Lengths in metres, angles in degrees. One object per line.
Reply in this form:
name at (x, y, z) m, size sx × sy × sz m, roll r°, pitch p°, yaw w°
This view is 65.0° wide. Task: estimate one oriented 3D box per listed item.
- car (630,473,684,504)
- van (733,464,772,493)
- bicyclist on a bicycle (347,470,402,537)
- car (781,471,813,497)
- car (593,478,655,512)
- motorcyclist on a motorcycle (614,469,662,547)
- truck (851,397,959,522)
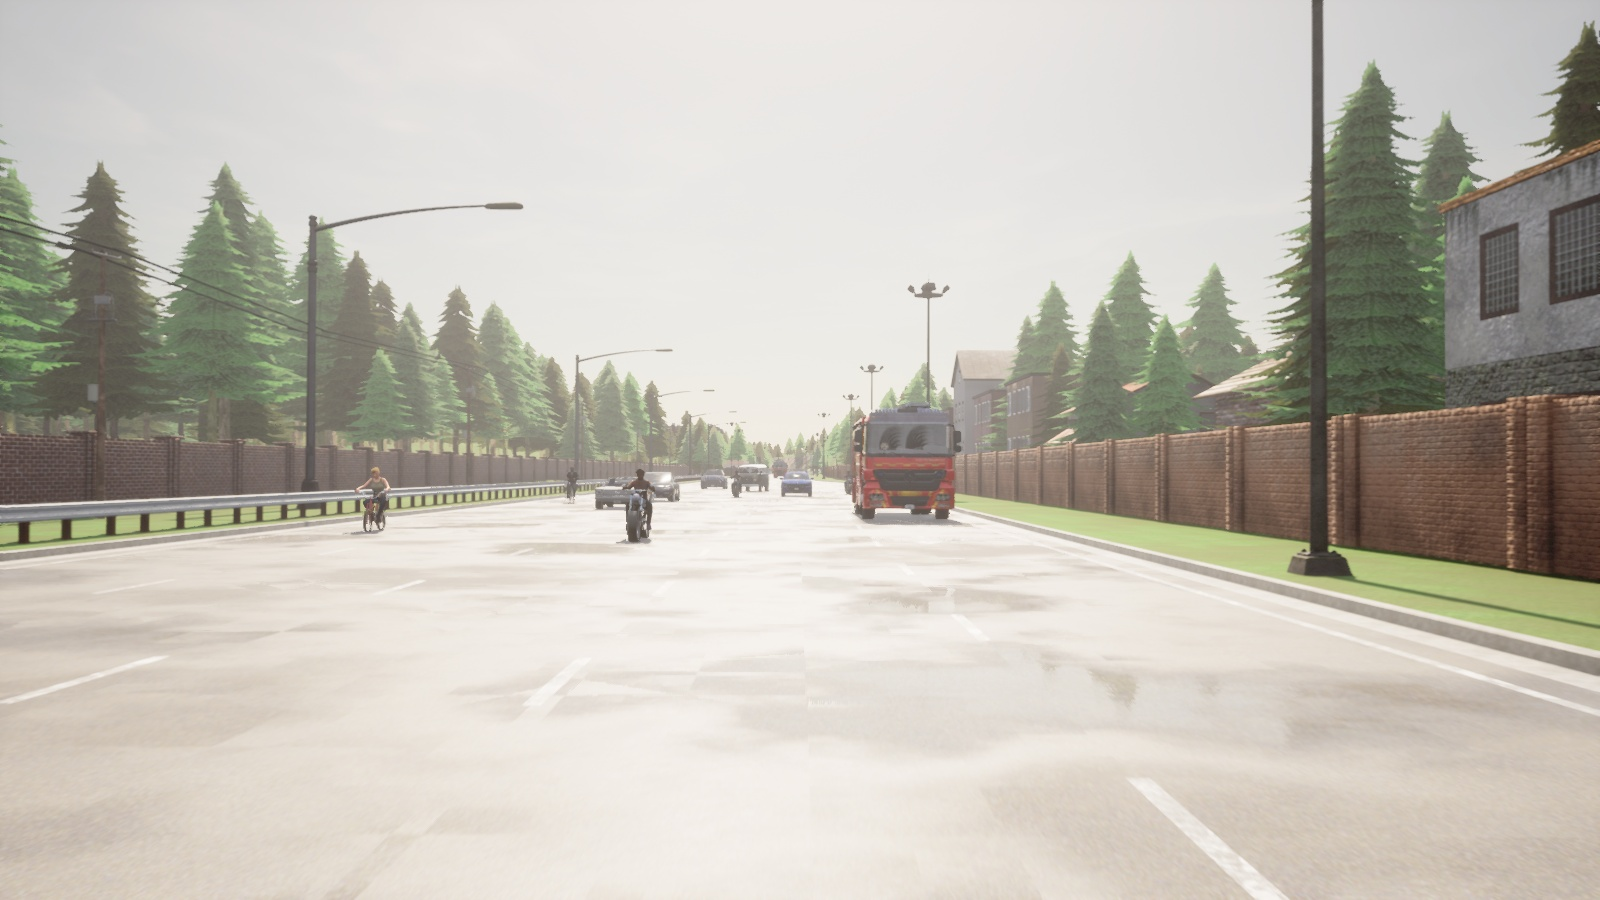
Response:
car at (-7.157, 1.902, 63.260) m, size 2.163 × 1.488 × 4.792 m, roll 0°, pitch -1°, yaw 0°
van at (-3.504, 2.123, 93.858) m, size 2.069 × 2.038 × 4.480 m, roll -1°, pitch -1°, yaw 9°
bicyclist on a bicycle at (-10.573, 1.317, 31.244) m, size 0.866 × 1.612 × 1.509 m, roll 0°, pitch -1°, yaw 0°
car at (-0.191, 2.085, 77.192) m, size 1.882 × 1.535 × 5.008 m, roll 0°, pitch -1°, yaw 0°
car at (-7.127, 1.801, 51.221) m, size 1.895 × 1.301 × 4.718 m, roll 0°, pitch -1°, yaw 0°
motorcyclist on a motorcycle at (-3.570, 1.247, 27.916) m, size 0.766 × 1.649 × 2.350 m, roll 0°, pitch -1°, yaw 0°
truck at (3.390, 0.352, 42.739) m, size 2.891 × 3.827 × 8.468 m, roll 0°, pitch -1°, yaw 0°
